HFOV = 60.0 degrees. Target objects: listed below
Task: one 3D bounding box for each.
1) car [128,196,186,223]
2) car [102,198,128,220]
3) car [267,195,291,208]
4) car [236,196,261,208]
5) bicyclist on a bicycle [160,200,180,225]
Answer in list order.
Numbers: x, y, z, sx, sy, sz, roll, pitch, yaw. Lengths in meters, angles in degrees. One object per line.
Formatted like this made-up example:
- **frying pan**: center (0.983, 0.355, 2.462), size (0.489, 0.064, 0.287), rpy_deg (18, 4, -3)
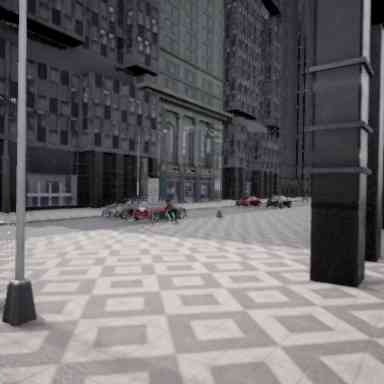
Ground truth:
- **car**: center (-2.412, 1.331, 26.053), size (2.097, 1.767, 4.553), rpy_deg (1, 1, 36)
- **car**: center (-5.208, 1.268, 27.613), size (2.097, 1.767, 4.553), rpy_deg (1, 1, 36)
- **car**: center (12.287, 1.234, 46.608), size (2.097, 1.767, 4.553), rpy_deg (1, 1, 36)
- **car**: center (7.761, 1.316, 45.637), size (1.882, 1.535, 5.008), rpy_deg (1, 1, 36)
- **bicyclist on a bicycle**: center (-1.472, 1.348, 22.125), size (1.656, 1.620, 0.582), rpy_deg (1, 1, 36)
